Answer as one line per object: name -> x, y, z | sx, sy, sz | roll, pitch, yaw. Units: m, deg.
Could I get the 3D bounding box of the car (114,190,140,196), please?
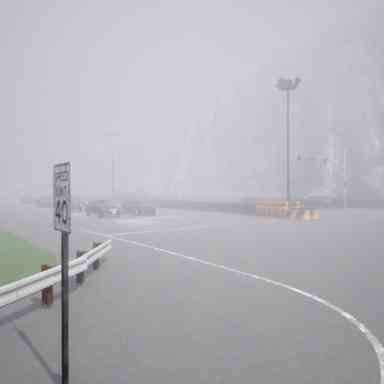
car -> -12.949, 0.843, 64.767 | 2.150, 2.045, 5.566 | 0, 1, -38

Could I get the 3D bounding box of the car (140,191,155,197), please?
car -> -10.381, 0.829, 67.165 | 2.150, 2.045, 5.566 | 0, 1, -38

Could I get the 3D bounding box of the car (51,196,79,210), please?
car -> -13.770, 1.491, 37.093 | 1.895, 1.301, 4.718 | 0, 0, -38

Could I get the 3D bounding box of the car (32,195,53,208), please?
car -> -19.485, 1.318, 44.406 | 1.837, 1.490, 4.892 | 0, 1, -38

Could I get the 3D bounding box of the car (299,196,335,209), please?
car -> 16.437, 1.248, 44.315 | 2.097, 1.767, 4.553 | 0, 0, -38

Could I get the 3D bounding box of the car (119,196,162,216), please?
car -> -5.229, 1.430, 31.898 | 1.837, 1.490, 4.892 | 0, 0, -38

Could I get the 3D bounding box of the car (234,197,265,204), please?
car -> 6.884, 1.410, 39.462 | 1.837, 1.490, 4.892 | 0, 1, -38

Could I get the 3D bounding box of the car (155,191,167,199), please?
car -> -7.921, 0.951, 69.536 | 2.097, 1.767, 4.553 | 0, 1, -38

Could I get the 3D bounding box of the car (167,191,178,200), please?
car -> -5.205, 0.813, 71.744 | 2.150, 2.045, 5.566 | 0, 1, -38

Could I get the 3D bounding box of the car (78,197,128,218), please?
car -> -8.044, 1.424, 29.816 | 2.128, 1.511, 4.902 | 0, 0, -38

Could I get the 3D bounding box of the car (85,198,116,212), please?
car -> -10.708, 1.449, 38.857 | 1.994, 1.385, 4.181 | 0, 0, -38

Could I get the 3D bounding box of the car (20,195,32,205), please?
car -> -25.715, 1.213, 52.424 | 1.812, 1.442, 4.674 | 0, 1, -37

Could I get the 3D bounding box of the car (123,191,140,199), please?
car -> -14.086, 0.741, 77.416 | 2.097, 1.767, 4.553 | 0, 1, -38

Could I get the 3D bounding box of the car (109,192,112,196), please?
car -> -16.870, 0.661, 75.295 | 2.150, 2.045, 5.566 | 0, 1, -38

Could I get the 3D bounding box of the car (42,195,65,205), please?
car -> -22.497, 1.237, 53.983 | 2.033, 1.411, 5.357 | 0, 1, -38
